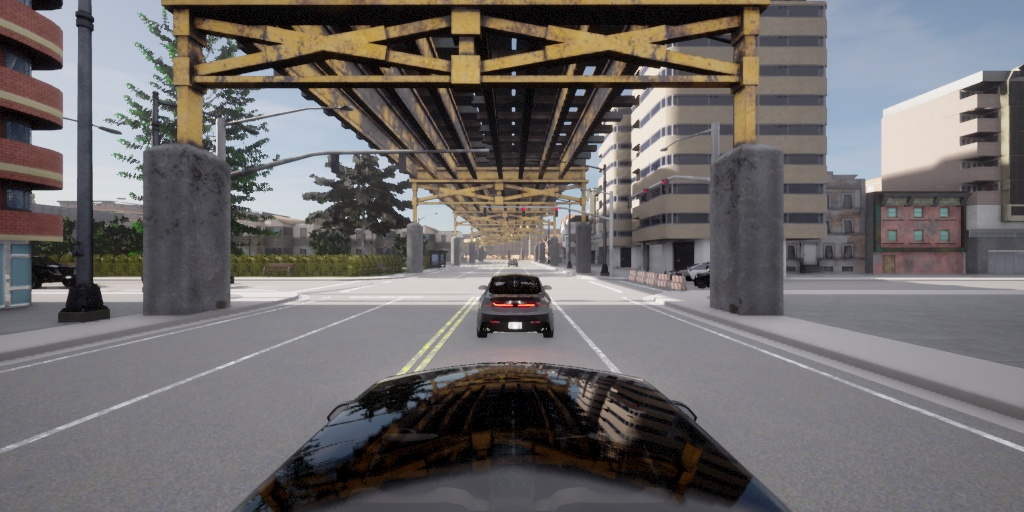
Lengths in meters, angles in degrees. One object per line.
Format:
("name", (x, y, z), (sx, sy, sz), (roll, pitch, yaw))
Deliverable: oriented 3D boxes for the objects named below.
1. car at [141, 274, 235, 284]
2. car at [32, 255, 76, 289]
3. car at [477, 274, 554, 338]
("car", (-20.035, 1.255, 22.285), (4.892, 1.490, 1.837), (0, 0, 0))
("car", (-30.393, 0.971, 22.347), (5.566, 2.045, 2.150), (0, 0, 0))
("car", (0.087, 1.255, 10.172), (1.837, 1.490, 4.892), (0, 0, 0))
